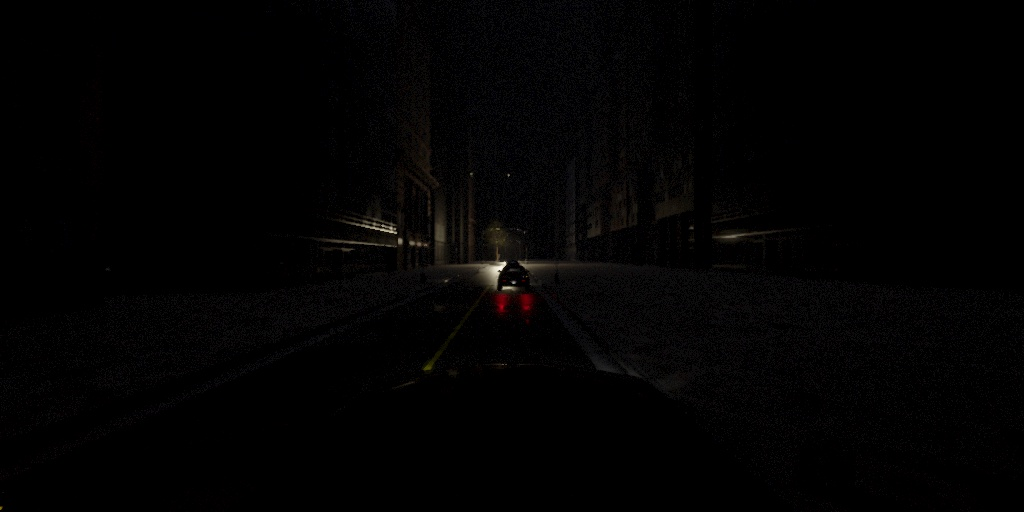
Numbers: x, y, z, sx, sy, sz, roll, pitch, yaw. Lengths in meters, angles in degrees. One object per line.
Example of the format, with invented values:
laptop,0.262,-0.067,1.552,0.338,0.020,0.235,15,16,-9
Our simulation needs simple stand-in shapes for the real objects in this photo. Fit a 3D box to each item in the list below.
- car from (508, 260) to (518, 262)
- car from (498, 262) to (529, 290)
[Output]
car,0.092,1.282,47.855,1.812,1.442,4.674,0,0,0
car,0.096,1.280,22.221,1.812,1.442,4.674,0,0,0
